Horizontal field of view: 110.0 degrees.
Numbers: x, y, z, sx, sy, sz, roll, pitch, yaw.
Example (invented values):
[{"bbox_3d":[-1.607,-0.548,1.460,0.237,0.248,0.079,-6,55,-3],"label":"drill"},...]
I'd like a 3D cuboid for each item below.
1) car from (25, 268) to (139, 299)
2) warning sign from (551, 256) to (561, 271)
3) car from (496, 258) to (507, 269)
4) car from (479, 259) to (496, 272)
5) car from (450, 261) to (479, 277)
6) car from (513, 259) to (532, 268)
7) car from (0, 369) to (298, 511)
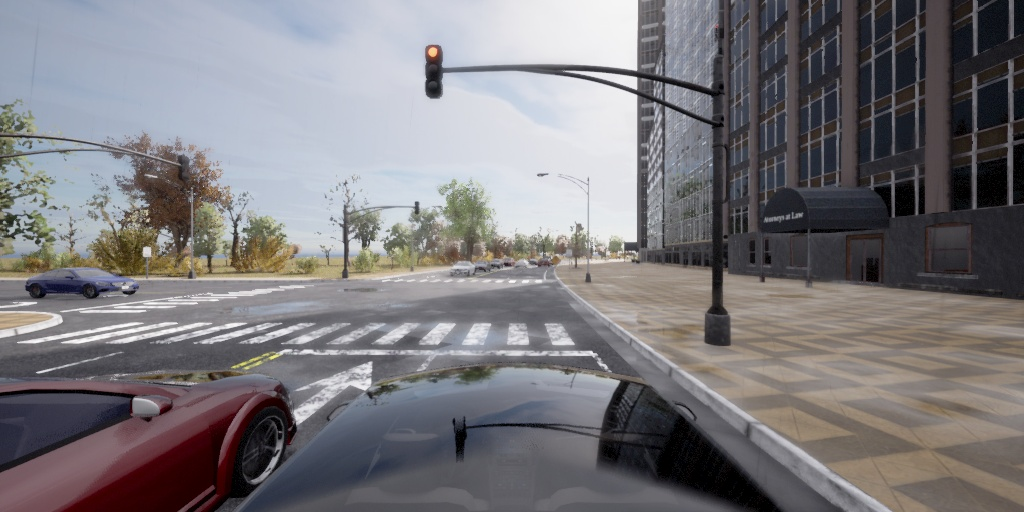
[{"bbox_3d":[-21.674,1.322,18.105,4.674,1.442,1.812,0,0,4],"label":"car"},{"bbox_3d":[5.397,0.868,43.986,1.300,1.860,1.060,0,0,7],"label":"warning sign"},{"bbox_3d":[-2.474,1.256,55.907,1.837,1.490,4.892,0,0,9],"label":"car"},{"bbox_3d":[-3.848,1.296,45.955,2.033,1.411,5.357,0,0,6],"label":"car"},{"bbox_3d":[-4.889,1.273,36.227,1.812,1.442,4.674,0,0,6],"label":"car"},{"bbox_3d":[1.828,1.281,61.065,1.812,1.442,4.674,0,0,10],"label":"car"},{"bbox_3d":[-3.108,1.314,1.836,1.994,1.385,4.181,0,0,0],"label":"car"}]
